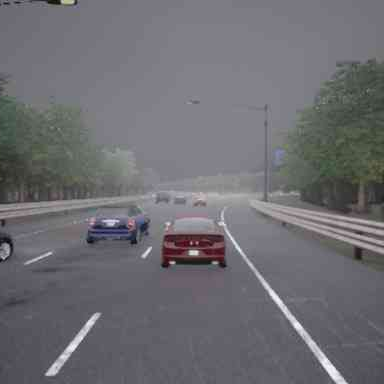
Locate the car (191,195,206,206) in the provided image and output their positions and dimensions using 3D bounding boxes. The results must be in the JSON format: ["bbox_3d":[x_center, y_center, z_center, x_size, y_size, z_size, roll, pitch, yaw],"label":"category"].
[{"bbox_3d":[1.247,1.507,51.209,1.895,1.301,4.718,0,0,2],"label":"car"}]

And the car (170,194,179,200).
[{"bbox_3d":[-4.556,1.361,88.032,2.128,1.511,4.902,0,0,1],"label":"car"}]

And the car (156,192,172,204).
[{"bbox_3d":[-5.256,1.087,61.482,2.150,2.045,5.566,0,0,2],"label":"car"}]

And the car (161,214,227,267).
[{"bbox_3d":[0.080,1.476,11.389,1.882,1.535,5.008,0,0,1],"label":"car"}]

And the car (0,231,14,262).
[{"bbox_3d":[-6.871,1.498,9.140,1.837,1.490,4.892,0,0,1],"label":"car"}]

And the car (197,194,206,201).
[{"bbox_3d":[2.226,1.345,78.009,1.837,1.490,4.892,0,0,2],"label":"car"}]

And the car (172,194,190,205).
[{"bbox_3d":[-1.894,1.358,58.054,1.882,1.535,5.008,0,0,2],"label":"car"}]

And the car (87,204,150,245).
[{"bbox_3d":[-3.262,1.344,15.643,2.097,1.767,4.553,0,0,1],"label":"car"}]
